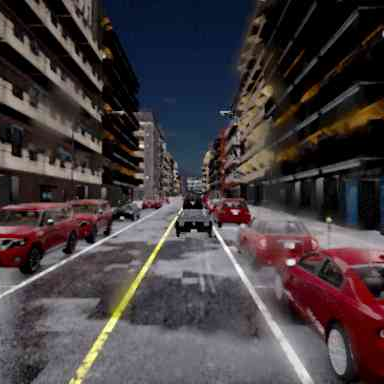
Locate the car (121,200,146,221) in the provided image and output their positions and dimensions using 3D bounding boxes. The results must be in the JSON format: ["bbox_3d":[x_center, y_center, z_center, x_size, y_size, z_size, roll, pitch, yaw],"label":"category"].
[{"bbox_3d":[-5.306,1.592,27.451,1.947,1.339,4.313,1,0,0],"label":"car"}]

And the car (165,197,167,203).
[{"bbox_3d":[-5.313,1.624,49.572,1.887,1.381,4.507,1,0,0],"label":"car"}]

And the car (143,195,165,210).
[{"bbox_3d":[-5.306,1.378,44.041,2.192,1.841,5.009,1,0,0],"label":"car"}]

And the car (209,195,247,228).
[{"bbox_3d":[2.548,1.334,21.863,2.192,1.841,5.009,1,0,0],"label":"car"}]

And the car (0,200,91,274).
[{"bbox_3d":[-5.295,1.322,10.859,2.192,1.841,5.009,1,0,0],"label":"car"}]

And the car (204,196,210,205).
[{"bbox_3d":[2.541,1.478,32.926,1.967,1.590,4.097,1,0,0],"label":"car"}]

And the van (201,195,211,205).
[{"bbox_3d":[2.534,1.459,60.583,1.690,1.788,3.998,1,0,0],"label":"van"}]

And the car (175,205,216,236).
[{"bbox_3d":[0.096,1.615,18.488,1.895,1.301,4.718,0,0,0],"label":"car"}]

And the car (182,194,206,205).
[{"bbox_3d":[0.090,1.267,36.845,2.150,2.045,5.566,0,0,0],"label":"car"}]

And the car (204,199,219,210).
[{"bbox_3d":[2.535,1.646,43.988,1.802,1.307,4.206,1,0,0],"label":"car"}]

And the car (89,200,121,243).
[{"bbox_3d":[-5.296,1.327,16.389,2.192,1.841,5.009,1,0,0],"label":"car"}]

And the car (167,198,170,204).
[{"bbox_3d":[-5.319,1.721,66.166,1.802,1.307,4.206,1,0,0],"label":"car"}]

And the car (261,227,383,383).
[{"bbox_3d":[2.582,1.548,5.269,1.887,1.381,4.507,1,0,0],"label":"car"}]

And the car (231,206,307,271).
[{"bbox_3d":[2.590,1.448,10.801,1.967,1.590,4.097,1,0,0],"label":"car"}]
